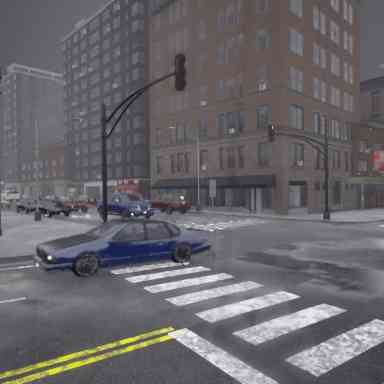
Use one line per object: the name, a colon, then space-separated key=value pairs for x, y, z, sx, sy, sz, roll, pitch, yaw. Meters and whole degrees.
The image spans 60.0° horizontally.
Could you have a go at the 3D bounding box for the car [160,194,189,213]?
car: x=-2.391 y=1.087 z=31.180 sx=2.192 sy=1.841 sz=5.009 roll=0 pitch=1 yaw=-44

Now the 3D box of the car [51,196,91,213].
car: x=-12.061 y=1.395 z=32.872 sx=1.895 sy=1.301 sz=4.718 roll=-1 pitch=1 yaw=-44

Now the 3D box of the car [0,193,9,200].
car: x=-40.676 y=0.886 z=70.775 sx=1.947 sy=1.339 sz=4.313 roll=0 pitch=1 yaw=-44

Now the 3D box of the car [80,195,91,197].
car: x=-13.877 y=1.084 z=43.059 sx=1.967 sy=1.590 sz=4.097 roll=0 pitch=1 yaw=-44

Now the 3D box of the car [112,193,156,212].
car: x=-6.220 y=1.045 z=35.139 sx=2.192 sy=1.841 sz=5.009 roll=0 pitch=1 yaw=-44

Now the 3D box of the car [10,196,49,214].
car: x=-16.172 y=1.375 z=33.170 sx=1.947 sy=1.339 sz=4.313 roll=0 pitch=1 yaw=-44

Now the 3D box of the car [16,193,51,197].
car: x=-19.330 y=1.216 z=40.410 sx=1.837 sy=1.490 sz=4.892 roll=-1 pitch=1 yaw=-44

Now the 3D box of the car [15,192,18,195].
car: x=-29.191 y=1.044 z=58.898 sx=1.802 sy=1.307 sz=4.206 roll=0 pitch=1 yaw=-44

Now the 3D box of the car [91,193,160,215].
car: x=-5.297 y=1.090 z=25.873 sx=2.150 sy=2.045 sz=5.566 roll=-1 pitch=1 yaw=-44

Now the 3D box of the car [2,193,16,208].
car: x=-23.709 y=1.248 z=40.964 sx=1.752 sy=1.417 sz=4.829 roll=0 pitch=1 yaw=-44

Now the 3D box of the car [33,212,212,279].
car: x=-1.886 y=1.553 z=10.303 sx=5.357 sy=1.411 sz=2.033 roll=0 pitch=0 yaw=-35

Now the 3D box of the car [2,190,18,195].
car: x=-31.865 y=0.712 z=57.953 sx=2.150 sy=2.045 sz=5.566 roll=-1 pitch=1 yaw=-44

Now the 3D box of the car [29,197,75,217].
car: x=-12.344 y=1.418 z=29.211 sx=1.947 sy=1.339 sz=4.313 roll=0 pitch=1 yaw=-44
